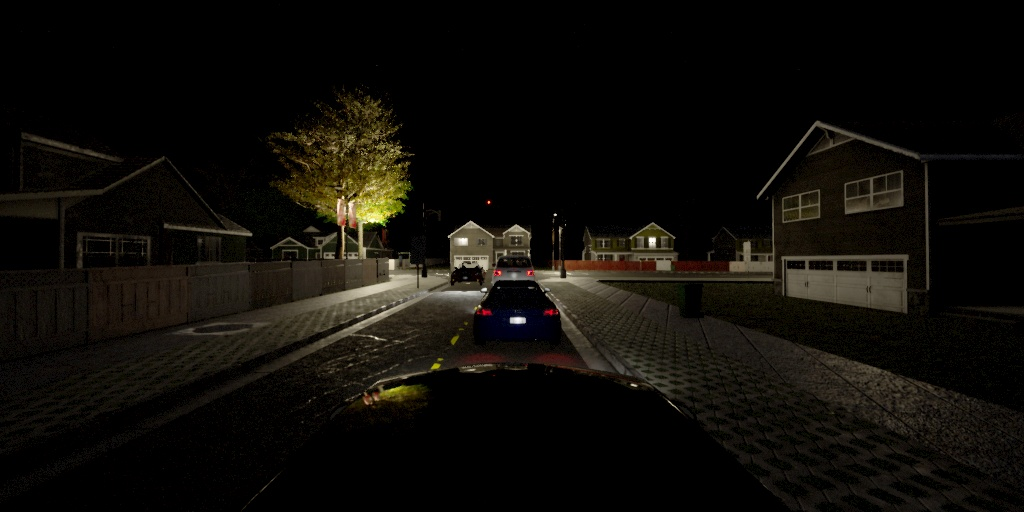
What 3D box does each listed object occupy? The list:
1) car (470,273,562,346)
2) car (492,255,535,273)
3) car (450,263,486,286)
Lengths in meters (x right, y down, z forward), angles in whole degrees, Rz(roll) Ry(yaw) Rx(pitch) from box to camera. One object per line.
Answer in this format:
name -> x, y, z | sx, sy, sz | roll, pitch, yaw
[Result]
car -> 0.106, 1.316, 9.489 | 1.994, 1.385, 4.181 | 0, 0, 0
car -> 0.101, 0.976, 19.451 | 2.150, 2.045, 5.566 | 0, 0, 0
car -> -2.748, 1.112, 23.188 | 1.994, 1.385, 4.181 | 0, 0, 0
